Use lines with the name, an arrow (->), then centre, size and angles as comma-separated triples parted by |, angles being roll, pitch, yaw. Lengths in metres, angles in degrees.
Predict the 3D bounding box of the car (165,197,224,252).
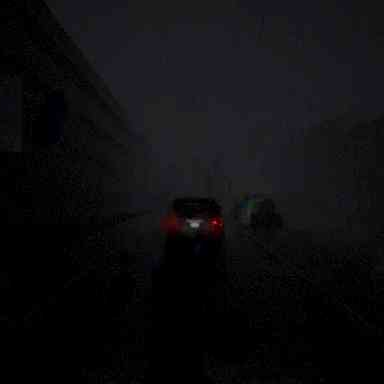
car -> 0.092, 1.215, 13.990 | 2.150, 2.045, 5.566 | 0, 0, 0

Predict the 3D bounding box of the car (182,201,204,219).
car -> 0.100, 1.622, 31.770 | 1.882, 1.535, 5.008 | 0, -1, 0
